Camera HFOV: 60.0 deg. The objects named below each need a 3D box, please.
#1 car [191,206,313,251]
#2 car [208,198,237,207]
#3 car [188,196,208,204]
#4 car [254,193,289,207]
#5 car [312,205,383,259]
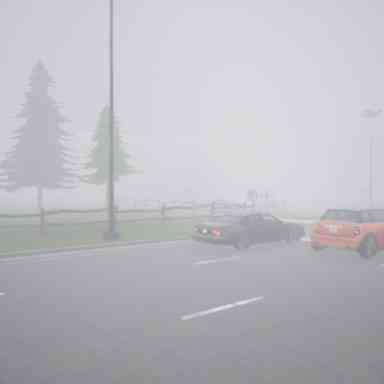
[{"bbox_3d":[2.535,1.545,14.179,5.357,1.411,2.033,0,0,-35],"label":"car"},{"bbox_3d":[4.877,1.556,50.425,1.994,1.385,4.181,0,0,-35],"label":"car"},{"bbox_3d":[1.215,1.512,61.865,1.882,1.535,5.008,0,0,-35],"label":"car"},{"bbox_3d":[11.134,1.214,47.598,2.150,2.045,5.566,0,0,-35],"label":"car"},{"bbox_3d":[6.656,1.349,12.813,4.553,1.767,2.097,0,0,-35],"label":"car"}]
